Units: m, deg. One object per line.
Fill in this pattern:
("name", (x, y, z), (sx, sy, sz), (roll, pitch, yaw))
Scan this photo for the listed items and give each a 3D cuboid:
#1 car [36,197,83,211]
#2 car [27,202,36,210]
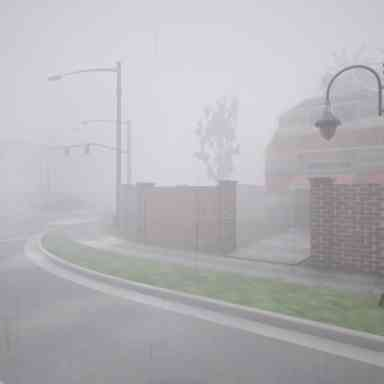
("car", (-15.023, 1.372, 38.650), (1.837, 1.490, 4.892), (0, 1, 36))
("car", (-17.755, 1.398, 40.836), (1.812, 1.442, 4.674), (0, 1, 37))
